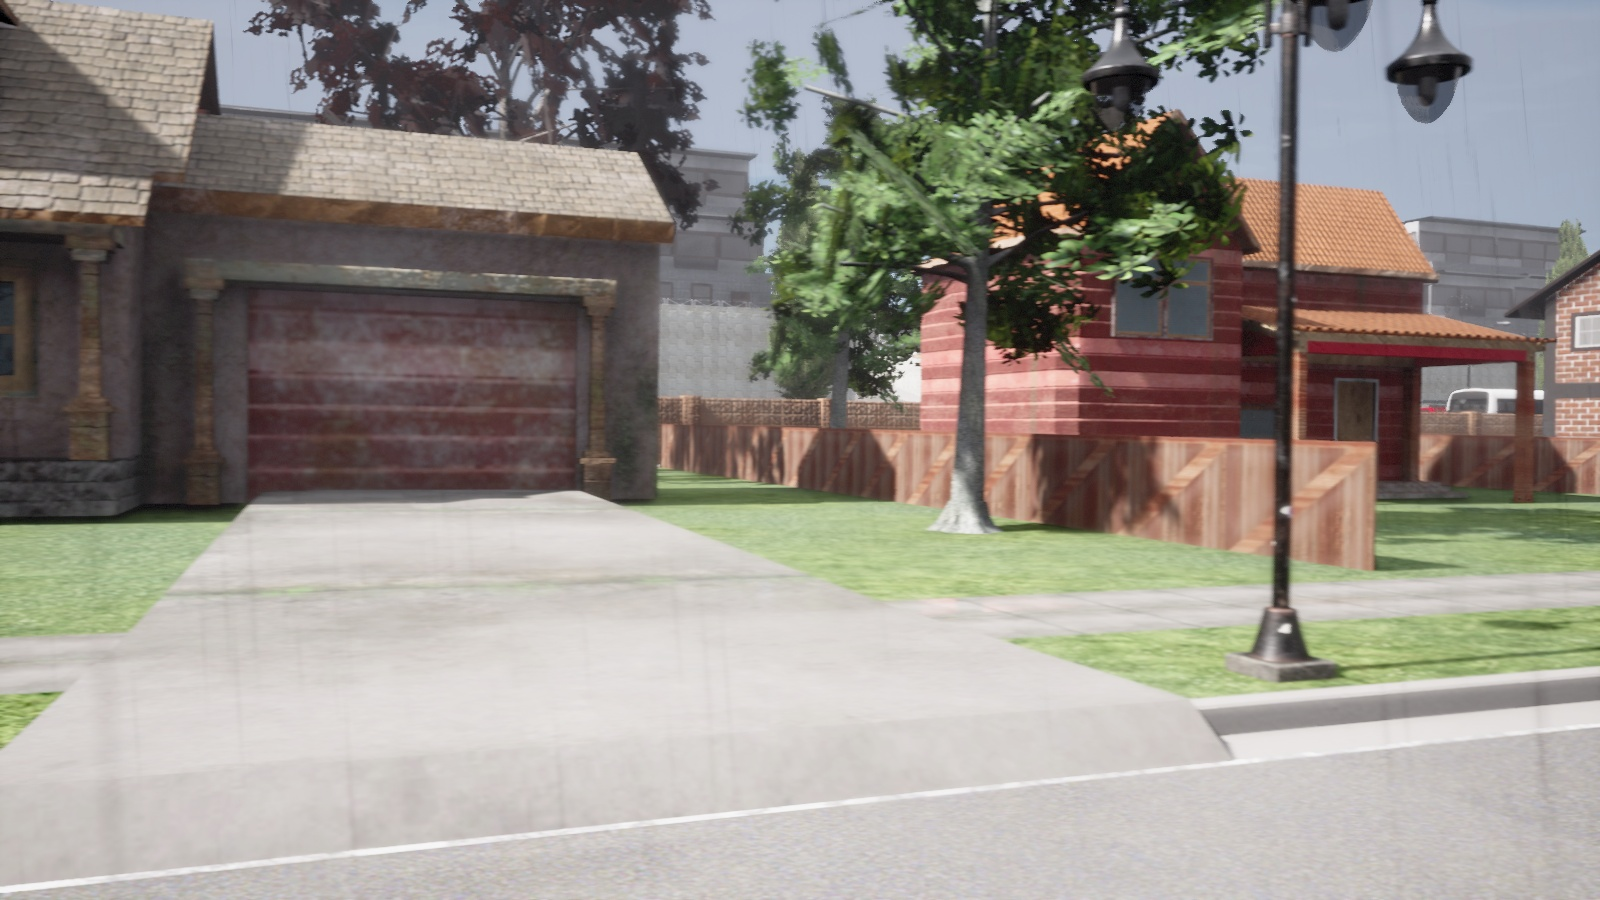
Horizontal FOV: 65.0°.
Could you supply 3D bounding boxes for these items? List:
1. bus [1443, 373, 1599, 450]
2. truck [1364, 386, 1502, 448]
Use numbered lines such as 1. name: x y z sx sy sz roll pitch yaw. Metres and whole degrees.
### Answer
1. bus: 42.813 -2.224 72.691 10.273 4.253 3.944 -1 1 -20
2. truck: 40.524 -2.113 80.372 8.468 3.827 2.891 -1 1 -20
